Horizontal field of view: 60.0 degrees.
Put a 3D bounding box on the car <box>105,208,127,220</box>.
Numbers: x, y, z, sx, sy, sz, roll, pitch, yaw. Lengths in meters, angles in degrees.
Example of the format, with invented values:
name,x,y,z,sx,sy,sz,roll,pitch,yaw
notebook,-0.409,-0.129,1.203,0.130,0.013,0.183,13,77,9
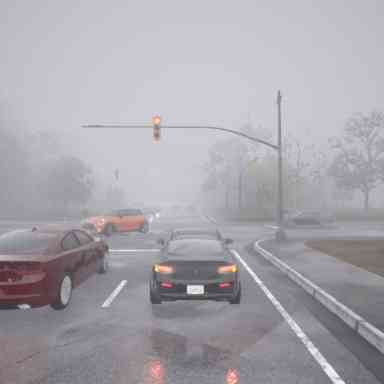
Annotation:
name,x,y,z,sx,sy,sz,roll,pitch,yaw
car,-10.657,3.025,46.969,1.882,1.535,5.008,0,-2,0

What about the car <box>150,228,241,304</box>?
name,x,y,z,sx,sy,sz,roll,pitch,yaw
car,0.070,1.605,8.191,1.812,1.442,4.674,0,-1,0

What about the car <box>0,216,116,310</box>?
name,x,y,z,sx,sy,sz,roll,pitch,yaw
car,-3.427,1.555,8.048,1.882,1.535,5.008,0,-1,0

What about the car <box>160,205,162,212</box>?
name,x,y,z,sx,sy,sz,roll,pitch,yaw
car,-7.107,3.300,66.630,2.128,1.511,4.902,0,0,1

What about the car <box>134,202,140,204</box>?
name,x,y,z,sx,sy,sz,roll,pitch,yaw
car,-10.655,3.097,55.829,2.097,1.767,4.553,0,-1,0

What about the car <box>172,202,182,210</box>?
name,x,y,z,sx,sy,sz,roll,pitch,yaw
car,-3.598,3.345,76.904,1.895,1.301,4.718,0,0,0

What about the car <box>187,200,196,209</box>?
name,x,y,z,sx,sy,sz,roll,pitch,yaw
car,-0.099,3.293,77.203,1.994,1.385,4.181,0,0,0

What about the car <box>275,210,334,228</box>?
name,x,y,z,sx,sy,sz,roll,pitch,yaw
car,9.589,2.298,28.563,4.902,1.511,2.128,0,-2,-1

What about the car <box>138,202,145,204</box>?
name,x,y,z,sx,sy,sz,roll,pitch,yaw
car,-10.607,3.030,66.489,2.150,2.045,5.566,0,0,0

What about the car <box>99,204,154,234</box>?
name,x,y,z,sx,sy,sz,roll,pitch,yaw
car,-4.916,1.847,21.387,2.097,1.767,4.553,-1,-3,34

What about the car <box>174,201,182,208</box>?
name,x,y,z,sx,sy,sz,roll,pitch,yaw
car,-3.712,3.214,86.815,1.812,1.442,4.674,0,0,-3

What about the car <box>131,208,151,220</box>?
name,x,y,z,sx,sy,sz,roll,pitch,yaw
car,-7.147,3.029,47.103,1.882,1.535,5.008,0,-2,1

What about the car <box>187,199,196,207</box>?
name,x,y,z,sx,sy,sz,roll,pitch,yaw
car,-0.204,2.881,86.937,2.097,1.767,4.553,0,0,-3

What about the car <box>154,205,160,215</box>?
name,x,y,z,sx,sy,sz,roll,pitch,yaw
car,-7.157,3.247,56.573,2.128,1.511,4.902,0,-1,0
